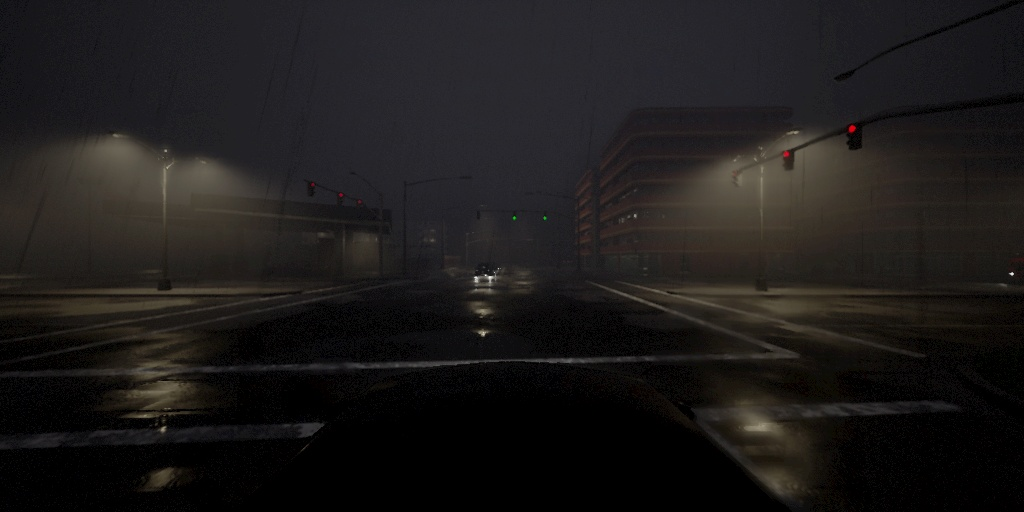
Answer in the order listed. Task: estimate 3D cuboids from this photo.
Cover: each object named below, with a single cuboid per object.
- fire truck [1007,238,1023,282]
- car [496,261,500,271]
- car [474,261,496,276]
[{"bbox_3d":[43.331,0.246,27.013,8.468,3.827,2.891,0,0,0],"label":"fire truck"},{"bbox_3d":[-3.286,1.614,57.114,1.837,1.490,4.892,0,-1,0],"label":"car"},{"bbox_3d":[-3.160,1.508,40.776,1.837,1.490,4.892,0,-1,0],"label":"car"}]
